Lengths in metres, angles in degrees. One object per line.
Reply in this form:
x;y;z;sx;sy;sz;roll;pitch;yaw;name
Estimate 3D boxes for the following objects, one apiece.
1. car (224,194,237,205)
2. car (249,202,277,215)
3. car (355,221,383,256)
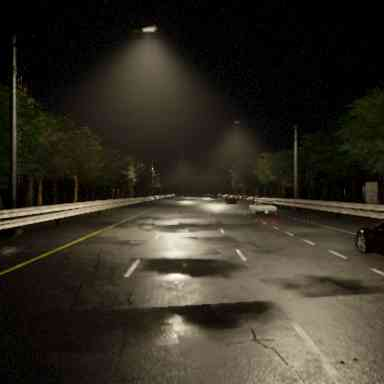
6.990;1.516;60.678;2.128;1.511;4.902;0;0;0;car
6.990;1.607;33.293;1.895;1.301;4.718;0;0;0;car
6.998;1.507;10.471;1.837;1.490;4.892;0;0;0;car
